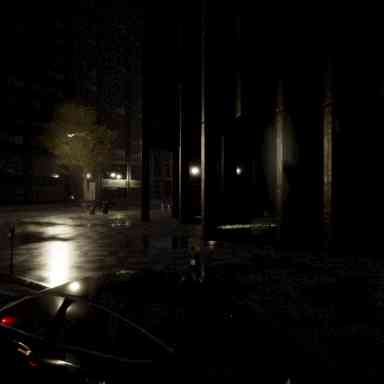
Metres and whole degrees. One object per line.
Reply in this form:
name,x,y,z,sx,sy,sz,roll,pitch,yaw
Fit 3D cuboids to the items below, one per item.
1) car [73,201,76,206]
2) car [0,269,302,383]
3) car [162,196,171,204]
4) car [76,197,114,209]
car,-14.587,1.471,47.052,1.994,1.385,4.181,0,0,35
car,-1.013,1.566,3.674,4.313,1.339,1.947,0,0,35
car,-3.629,1.435,62.416,1.812,1.442,4.674,0,0,35
car,-12.528,1.451,44.336,1.812,1.442,4.674,0,0,35
